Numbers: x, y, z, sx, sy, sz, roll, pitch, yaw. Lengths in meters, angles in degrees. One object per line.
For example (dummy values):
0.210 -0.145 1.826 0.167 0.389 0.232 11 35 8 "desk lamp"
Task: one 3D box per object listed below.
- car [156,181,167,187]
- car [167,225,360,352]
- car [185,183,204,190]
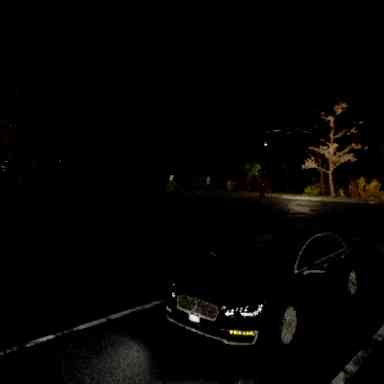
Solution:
-6.519 -1.941 79.163 4.553 1.767 2.097 4 3 43 "car"
1.657 1.449 6.285 1.837 1.490 4.892 1 1 42 "car"
0.463 -1.185 72.658 4.674 1.442 1.812 4 3 43 "car"
